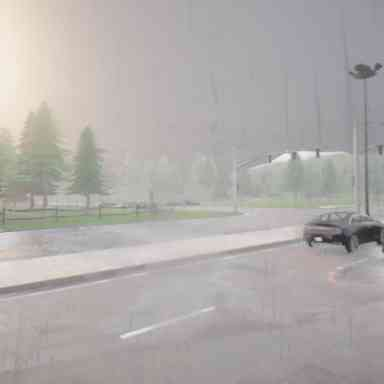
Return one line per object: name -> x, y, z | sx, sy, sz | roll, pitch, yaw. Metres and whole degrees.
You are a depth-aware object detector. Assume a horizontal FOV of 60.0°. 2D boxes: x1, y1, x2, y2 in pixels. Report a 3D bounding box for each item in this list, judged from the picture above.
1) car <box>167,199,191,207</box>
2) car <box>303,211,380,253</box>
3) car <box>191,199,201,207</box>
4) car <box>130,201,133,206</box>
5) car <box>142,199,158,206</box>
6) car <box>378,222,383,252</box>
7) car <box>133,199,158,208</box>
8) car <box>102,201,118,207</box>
car -> -3.151, 2.326, 67.747 | 2.128, 1.511, 4.902 | 0, -1, -40
car -> 6.666, 1.587, 14.252 | 4.902, 1.511, 2.128 | 0, -1, -40
car -> -0.274, 2.314, 69.774 | 1.837, 1.490, 4.892 | 0, -1, -40
car -> -13.106, 2.559, 79.634 | 1.812, 1.442, 4.674 | 0, -1, -40
car -> -10.320, 2.555, 81.758 | 1.812, 1.442, 4.674 | 0, -1, -40
car -> 8.152, 1.643, 10.923 | 4.718, 1.301, 1.895 | 0, -1, -40
car -> -8.857, 2.438, 63.617 | 1.895, 1.301, 4.718 | 0, -1, -39
car -> -18.643, 2.632, 75.342 | 1.895, 1.301, 4.718 | 0, -1, -40
